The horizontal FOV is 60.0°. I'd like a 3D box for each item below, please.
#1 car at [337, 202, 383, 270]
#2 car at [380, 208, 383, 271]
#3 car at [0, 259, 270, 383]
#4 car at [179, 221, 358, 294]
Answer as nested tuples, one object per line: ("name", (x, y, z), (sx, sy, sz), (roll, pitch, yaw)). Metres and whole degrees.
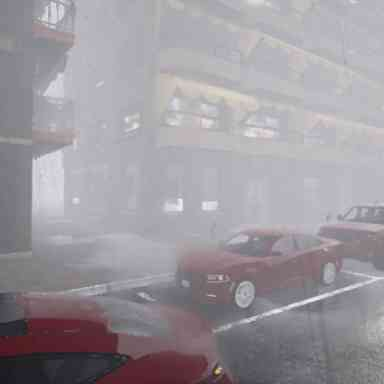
("car", (6.240, 1.282, 11.004), (5.009, 1.841, 2.192), (0, 1, -36))
("car", (7.029, 1.320, 8.376), (4.553, 1.767, 2.097), (0, 0, -34))
("car", (-1.810, 1.528, 2.082), (4.674, 1.442, 1.812), (0, 0, -36))
("car", (1.708, 1.529, 7.769), (4.507, 1.381, 1.887), (0, 1, -36))
